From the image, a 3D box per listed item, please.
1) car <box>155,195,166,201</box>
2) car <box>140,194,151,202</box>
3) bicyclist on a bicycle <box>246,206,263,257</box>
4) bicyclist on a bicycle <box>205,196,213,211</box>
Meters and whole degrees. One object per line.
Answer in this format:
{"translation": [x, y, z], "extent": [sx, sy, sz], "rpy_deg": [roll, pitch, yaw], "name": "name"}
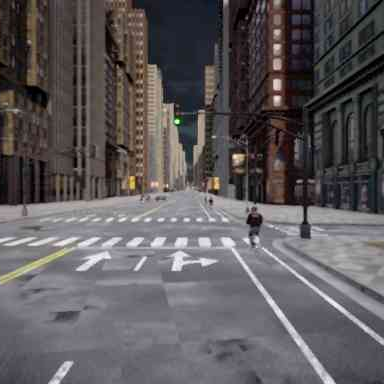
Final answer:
{"translation": [-6.507, 1.242, 69.673], "extent": [1.994, 1.385, 4.181], "rpy_deg": [0, 0, 0], "name": "car"}
{"translation": [-9.757, 1.215, 69.673], "extent": [2.128, 1.511, 4.902], "rpy_deg": [0, 0, 0], "name": "car"}
{"translation": [2.250, 1.392, 12.096], "extent": [0.659, 1.776, 1.843], "rpy_deg": [0, 0, 0], "name": "bicyclist on a bicycle"}
{"translation": [2.247, 1.430, 39.566], "extent": [0.659, 1.776, 1.843], "rpy_deg": [0, 0, 0], "name": "bicyclist on a bicycle"}
